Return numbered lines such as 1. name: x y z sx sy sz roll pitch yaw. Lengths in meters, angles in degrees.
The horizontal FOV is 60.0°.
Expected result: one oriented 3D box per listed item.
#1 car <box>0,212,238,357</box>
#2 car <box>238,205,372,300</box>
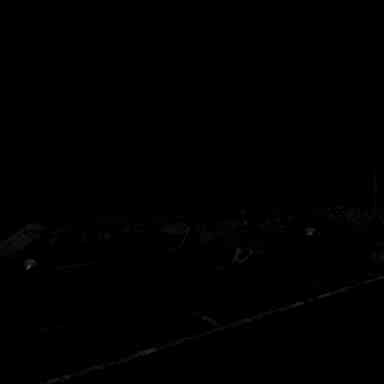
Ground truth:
1. car: -1.919 1.309 5.278 5.009 1.841 2.192 0 0 -36
2. car: 2.646 1.285 8.536 5.009 1.841 2.192 0 0 -36
